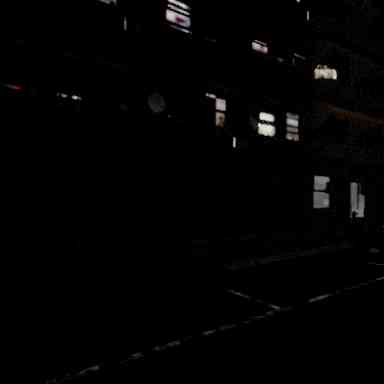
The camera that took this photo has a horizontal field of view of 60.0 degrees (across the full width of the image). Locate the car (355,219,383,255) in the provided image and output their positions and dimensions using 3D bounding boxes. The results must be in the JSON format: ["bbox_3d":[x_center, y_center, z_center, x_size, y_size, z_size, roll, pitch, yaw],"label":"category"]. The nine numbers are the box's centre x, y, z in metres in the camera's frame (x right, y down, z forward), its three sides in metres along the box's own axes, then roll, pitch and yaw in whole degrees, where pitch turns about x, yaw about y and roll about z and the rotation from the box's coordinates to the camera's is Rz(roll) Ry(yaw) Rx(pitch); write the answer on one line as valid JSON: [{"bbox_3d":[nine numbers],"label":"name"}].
[{"bbox_3d":[7.714,1.547,12.052,4.313,1.339,1.947,0,1,-35],"label":"car"}]

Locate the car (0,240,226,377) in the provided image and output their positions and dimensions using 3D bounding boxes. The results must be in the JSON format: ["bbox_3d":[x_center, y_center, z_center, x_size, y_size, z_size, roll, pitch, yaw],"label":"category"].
[{"bbox_3d":[-1.355,1.563,5.580,4.313,1.339,1.947,0,1,-35],"label":"car"}]
